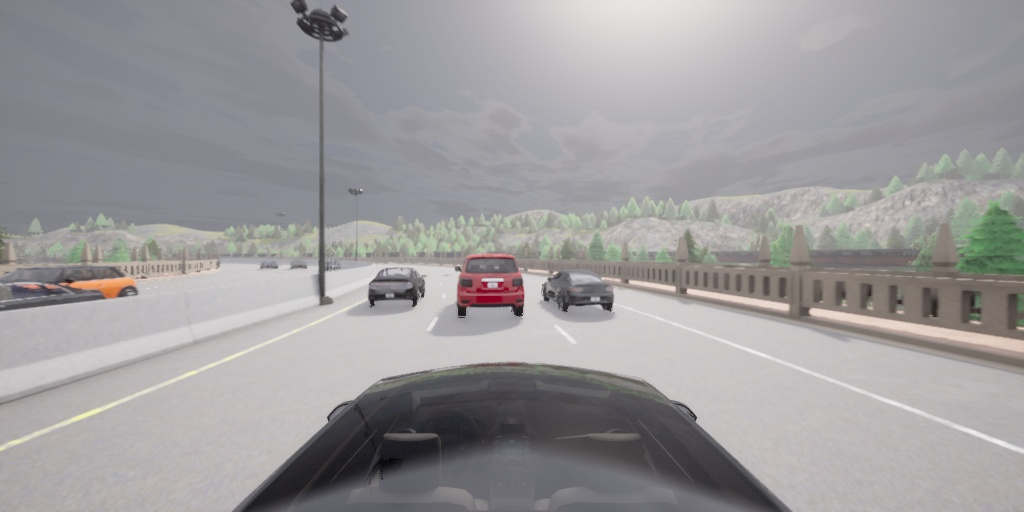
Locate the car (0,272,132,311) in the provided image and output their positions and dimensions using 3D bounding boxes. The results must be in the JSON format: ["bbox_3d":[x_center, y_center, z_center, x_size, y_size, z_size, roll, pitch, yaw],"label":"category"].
[{"bbox_3d":[-11.015,1.241,7.006,2.128,1.511,4.902,0,0,-5],"label":"car"}]

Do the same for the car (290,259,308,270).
[{"bbox_3d":[-30.448,1.183,51.262,1.837,1.490,4.892,0,0,-34],"label":"car"}]

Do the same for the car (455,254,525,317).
[{"bbox_3d":[-0.914,0.950,13.273,2.150,2.045,5.566,0,0,-7],"label":"car"}]

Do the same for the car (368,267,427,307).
[{"bbox_3d":[-4.808,1.219,15.418,2.128,1.511,4.902,0,0,-9],"label":"car"}]

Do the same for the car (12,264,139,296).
[{"bbox_3d":[-15.040,1.096,11.649,2.097,1.767,4.553,0,0,-9],"label":"car"}]

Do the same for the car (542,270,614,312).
[{"bbox_3d":[2.457,1.249,14.065,1.812,1.442,4.674,0,0,-7],"label":"car"}]

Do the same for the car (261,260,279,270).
[{"bbox_3d":[-34.495,1.248,51.006,1.994,1.385,4.181,0,0,-35],"label":"car"}]

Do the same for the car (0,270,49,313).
[{"bbox_3d":[-18.516,1.273,11.465,1.812,1.442,4.674,0,0,-9],"label":"car"}]

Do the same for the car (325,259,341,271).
[{"bbox_3d":[-23.622,1.173,47.045,2.128,1.511,4.902,0,0,-30],"label":"car"}]
